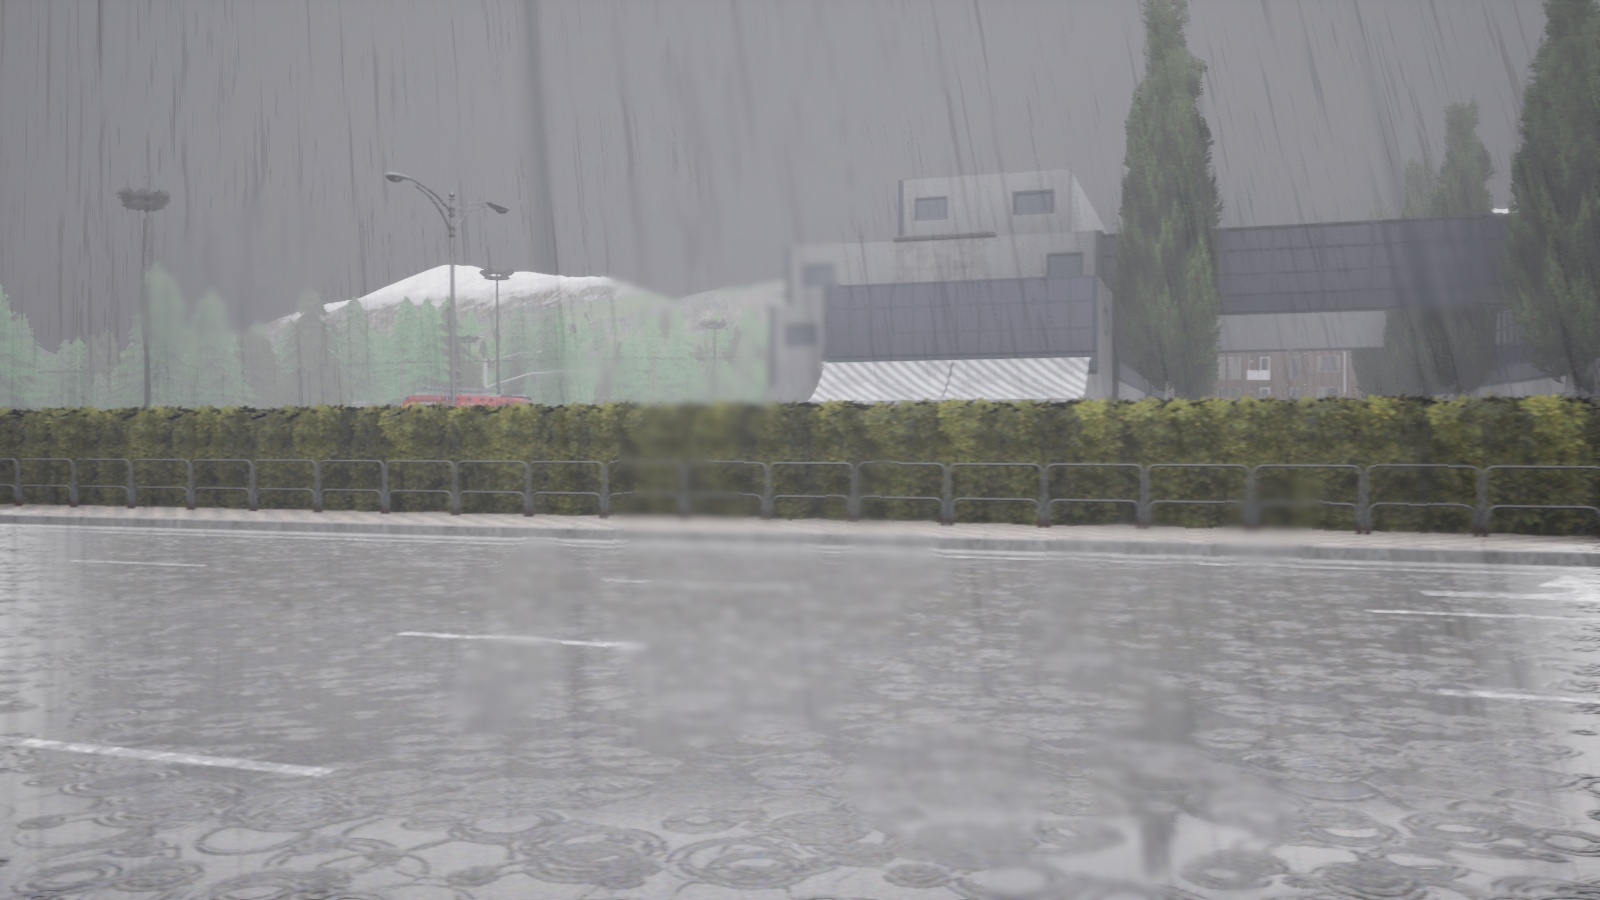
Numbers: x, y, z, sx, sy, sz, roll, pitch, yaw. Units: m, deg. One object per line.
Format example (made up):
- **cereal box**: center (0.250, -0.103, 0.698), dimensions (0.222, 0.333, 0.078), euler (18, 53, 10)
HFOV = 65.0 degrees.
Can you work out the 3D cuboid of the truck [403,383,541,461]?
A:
- **truck**: center (-17.081, -1.461, 66.096), dimensions (2.891, 3.827, 8.468), euler (1, 1, 18)
